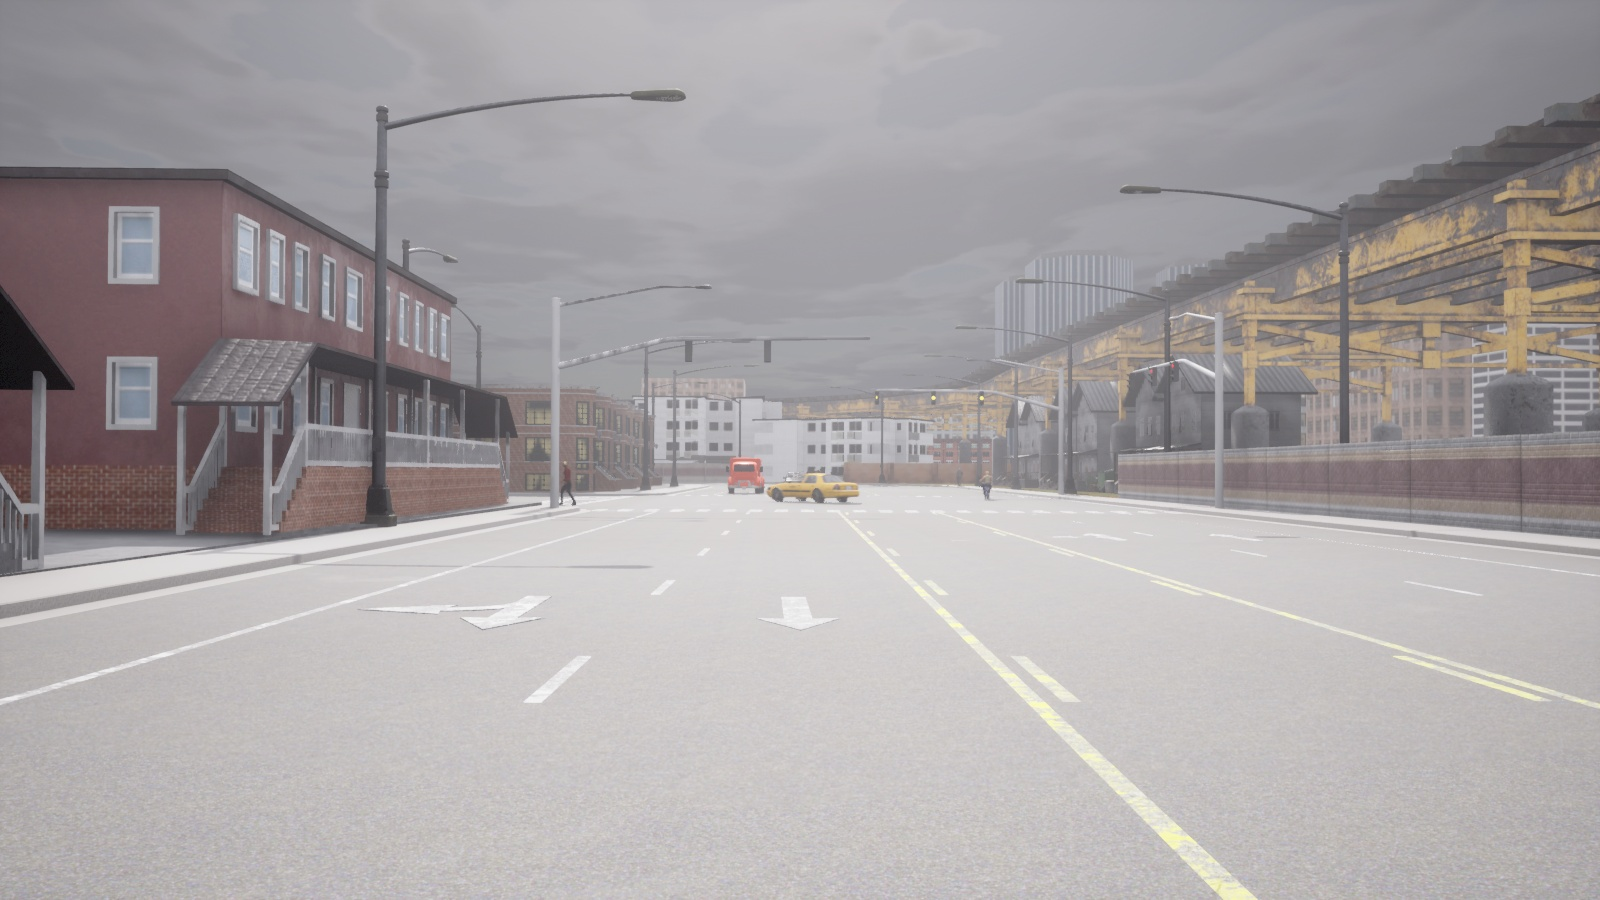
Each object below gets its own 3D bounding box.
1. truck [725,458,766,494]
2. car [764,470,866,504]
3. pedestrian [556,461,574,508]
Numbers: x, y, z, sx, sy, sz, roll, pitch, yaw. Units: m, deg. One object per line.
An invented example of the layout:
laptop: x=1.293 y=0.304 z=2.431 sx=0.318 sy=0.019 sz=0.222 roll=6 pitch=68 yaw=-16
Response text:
truck: x=-3.769 y=1.805 z=87.320 sx=2.627 sy=2.467 sz=5.204 roll=0 pitch=-1 yaw=0
car: x=0.684 y=1.789 z=61.954 sx=1.801 sy=1.575 sz=5.366 roll=1 pitch=-1 yaw=-44
pedestrian: x=-9.348 y=1.381 z=50.050 sx=0.636 sy=1.846 sz=0.331 roll=0 pitch=-1 yaw=8
